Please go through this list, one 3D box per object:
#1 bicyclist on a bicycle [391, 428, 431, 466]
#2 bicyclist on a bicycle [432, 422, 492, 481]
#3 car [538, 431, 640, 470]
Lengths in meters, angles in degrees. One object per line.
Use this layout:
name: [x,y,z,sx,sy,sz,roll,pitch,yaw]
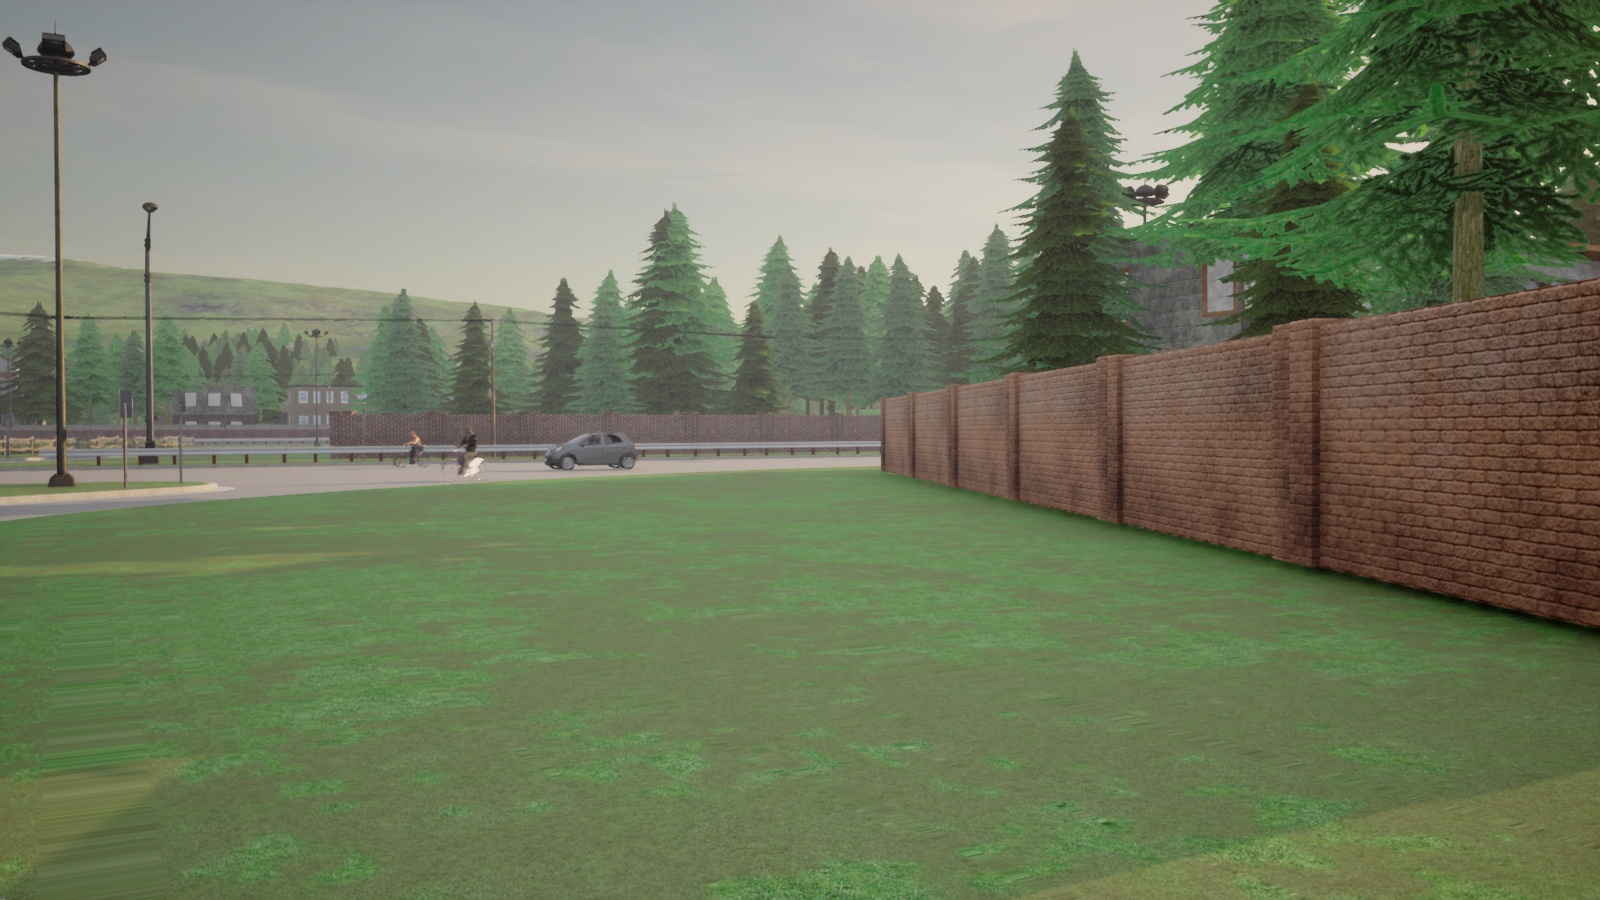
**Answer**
bicyclist on a bicycle: [-16.718,-0.147,53.936,1.509,1.612,0.866,0,1,-28]
bicyclist on a bicycle: [-10.507,0.042,39.095,0.659,1.776,1.843,2,1,32]
car: [-8.477,0.011,50.415,3.633,1.501,1.845,0,1,-28]
